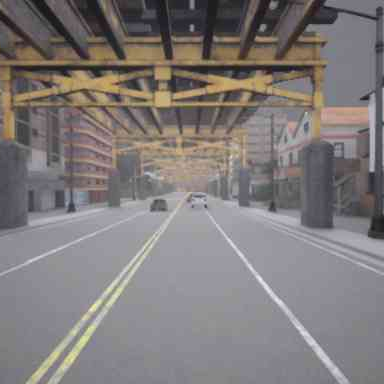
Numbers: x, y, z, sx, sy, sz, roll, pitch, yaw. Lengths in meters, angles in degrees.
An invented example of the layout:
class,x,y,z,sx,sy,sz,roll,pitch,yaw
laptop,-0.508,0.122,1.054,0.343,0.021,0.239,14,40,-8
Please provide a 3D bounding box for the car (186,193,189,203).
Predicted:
class,x,y,z,sx,sy,sz,roll,pitch,yaw
car,-0.105,1.380,64.528,1.994,1.385,4.181,0,1,0

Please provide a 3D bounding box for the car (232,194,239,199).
class,x,y,z,sx,sy,sz,roll,pitch,yaw
car,12.847,1.021,84.464,4.974,1.542,2.038,0,1,-20

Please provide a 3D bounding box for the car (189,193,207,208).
class,x,y,z,sx,sy,sz,roll,pitch,yaw
car,1.000,1.193,46.629,2.150,2.045,5.566,0,0,0

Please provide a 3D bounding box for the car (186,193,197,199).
class,x,y,z,sx,sy,sz,roll,pitch,yaw
car,-0.202,0.930,80.546,1.882,1.535,5.008,0,1,-10

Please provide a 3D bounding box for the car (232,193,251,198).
class,x,y,z,sx,sy,sz,roll,pitch,yaw
car,13.199,0.818,88.601,4.536,1.218,1.853,0,1,25

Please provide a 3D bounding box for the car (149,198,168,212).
class,x,y,z,sx,sy,sz,roll,pitch,yaw
car,-3.773,1.518,38.634,1.837,1.490,4.892,0,0,0

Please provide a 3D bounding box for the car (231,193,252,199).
class,x,y,z,sx,sy,sz,roll,pitch,yaw
car,13.152,0.975,88.625,4.974,1.542,2.038,0,1,25
